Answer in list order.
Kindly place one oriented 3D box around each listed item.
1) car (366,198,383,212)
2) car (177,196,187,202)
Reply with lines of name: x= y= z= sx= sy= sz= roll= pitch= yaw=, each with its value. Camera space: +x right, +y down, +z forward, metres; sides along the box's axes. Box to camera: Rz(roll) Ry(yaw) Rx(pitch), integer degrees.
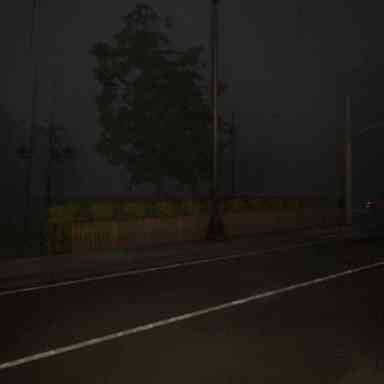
car: x=19.365 y=1.091 z=32.106 sx=2.097 sy=1.767 sz=4.553 roll=-1 pitch=0 yaw=-33
car: x=-3.101 y=1.315 z=58.340 sx=2.033 sy=1.411 sz=5.357 roll=-1 pitch=0 yaw=-35
